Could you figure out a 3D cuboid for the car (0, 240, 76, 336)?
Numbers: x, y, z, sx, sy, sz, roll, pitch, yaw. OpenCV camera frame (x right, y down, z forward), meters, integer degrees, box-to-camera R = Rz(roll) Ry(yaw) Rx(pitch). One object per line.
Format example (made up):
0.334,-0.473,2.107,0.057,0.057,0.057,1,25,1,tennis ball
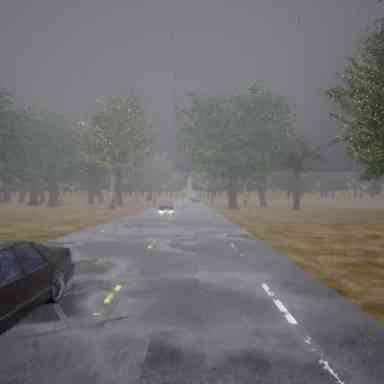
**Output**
-3.600,1.556,5.432,2.033,1.411,5.357,0,0,0,car

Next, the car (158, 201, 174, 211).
-3.574,1.918,47.051,1.994,1.385,4.181,0,-1,0,car
